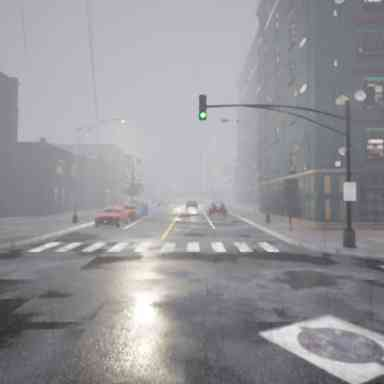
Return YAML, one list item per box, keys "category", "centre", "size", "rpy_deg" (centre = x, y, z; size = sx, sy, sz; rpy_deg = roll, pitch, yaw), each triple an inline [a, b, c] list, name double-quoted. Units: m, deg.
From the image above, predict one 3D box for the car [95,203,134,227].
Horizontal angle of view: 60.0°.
- category: "car"
  centre: [-5.755, 1.741, 24.312]
  size: [1.887, 1.381, 4.507]
  rpy_deg: [1, 0, 0]

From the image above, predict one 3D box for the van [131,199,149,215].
- category: "van"
  centre: [-5.675, 1.629, 35.682]
  size: [1.690, 1.788, 3.998]
  rpy_deg: [1, 0, 0]

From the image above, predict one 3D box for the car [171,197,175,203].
- category: "car"
  centre: [-5.682, 2.191, 92.546]
  size: [1.967, 1.590, 4.097]
  rpy_deg: [1, 0, 0]

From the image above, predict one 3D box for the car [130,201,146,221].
- category: "car"
  centre: [-5.679, 1.787, 29.993]
  size: [1.887, 1.381, 4.507]
  rpy_deg: [1, 0, 0]

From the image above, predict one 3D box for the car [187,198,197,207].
- category: "car"
  centre: [-0.005, 1.982, 62.406]
  size: [1.882, 1.535, 5.008]
  rpy_deg: [0, 0, 0]

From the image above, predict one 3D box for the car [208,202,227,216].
- category: "car"
  centre: [2.703, 1.728, 35.743]
  size: [1.967, 1.590, 4.097]
  rpy_deg: [1, 0, 0]

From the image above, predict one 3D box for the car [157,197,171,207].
- category: "car"
  centre: [-5.682, 2.100, 64.113]
  size: [1.802, 1.307, 4.206]
  rpy_deg: [1, 0, 0]

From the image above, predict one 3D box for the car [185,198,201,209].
- category: "car"
  centre: [-0.004, 1.924, 51.982]
  size: [1.837, 1.490, 4.892]
  rpy_deg: [0, 0, 0]
